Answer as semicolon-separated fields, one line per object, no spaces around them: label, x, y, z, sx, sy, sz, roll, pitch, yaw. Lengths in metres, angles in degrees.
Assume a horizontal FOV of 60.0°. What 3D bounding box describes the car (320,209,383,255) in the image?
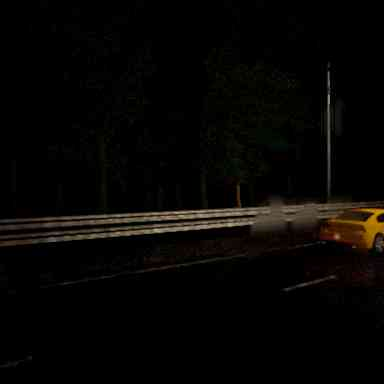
car;7.103;1.398;13.103;5.008;1.535;1.882;0;0;-35
